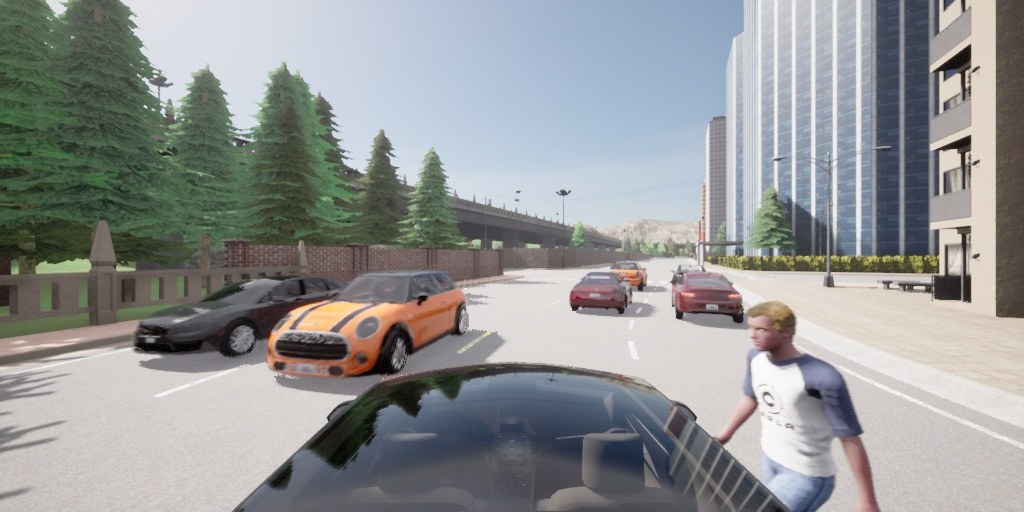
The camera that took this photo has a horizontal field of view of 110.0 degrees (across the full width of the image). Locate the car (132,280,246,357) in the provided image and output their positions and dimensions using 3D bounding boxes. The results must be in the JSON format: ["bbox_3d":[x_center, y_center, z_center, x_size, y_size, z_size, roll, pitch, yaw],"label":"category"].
[{"bbox_3d":[-5.885,1.254,8.752,1.837,1.490,4.892,-1,0,14],"label":"car"}]

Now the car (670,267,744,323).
[{"bbox_3d":[6.497,1.275,12.219,1.812,1.442,4.674,0,0,22],"label":"car"}]

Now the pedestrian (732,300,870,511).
[{"bbox_3d":[1.436,1.044,1.825,0.375,1.860,0.375,0,0,3],"label":"pedestrian"}]

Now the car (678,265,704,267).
[{"bbox_3d":[10.217,1.240,20.544,2.128,1.511,4.902,0,0,25],"label":"car"}]

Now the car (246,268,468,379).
[{"bbox_3d":[-2.573,1.102,7.571,2.097,1.767,4.553,0,0,13],"label":"car"}]

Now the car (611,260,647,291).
[{"bbox_3d":[7.162,1.101,22.266,2.097,1.767,4.553,0,0,24],"label":"car"}]

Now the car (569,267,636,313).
[{"bbox_3d":[3.615,1.313,14.187,1.994,1.385,4.181,0,0,22],"label":"car"}]
